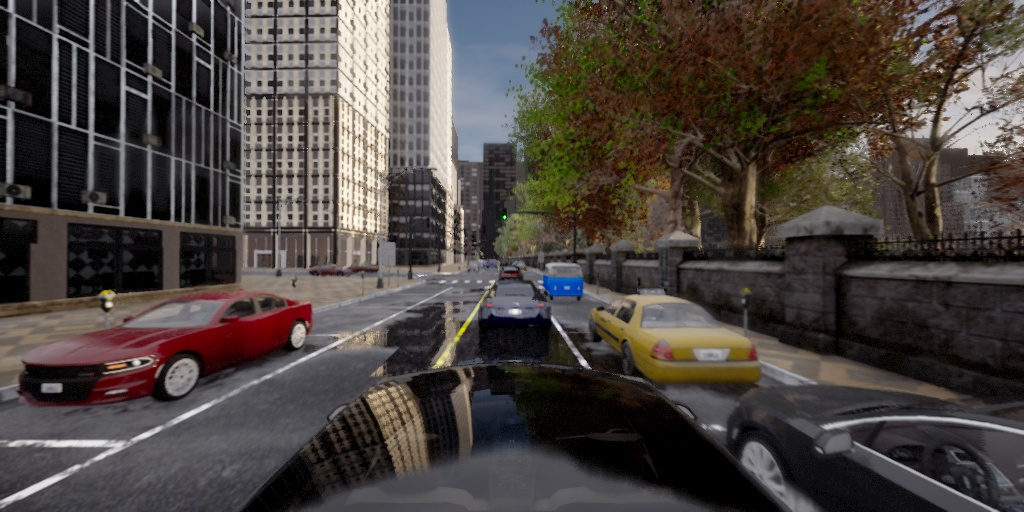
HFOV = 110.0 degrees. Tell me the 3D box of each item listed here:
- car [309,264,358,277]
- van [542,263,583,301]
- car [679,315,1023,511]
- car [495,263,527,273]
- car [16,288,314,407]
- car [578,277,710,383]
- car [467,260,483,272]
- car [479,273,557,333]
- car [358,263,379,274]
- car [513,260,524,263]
[{"bbox_3d":[-18.390,1.476,36.418,4.207,1.307,1.802,0,0,3],"label":"car"},{"bbox_3d":[2.503,1.246,18.262,1.690,1.789,3.998,0,0,-1],"label":"van"},{"bbox_3d":[2.709,1.297,1.390,2.007,1.370,4.403,0,0,0],"label":"car"},{"bbox_3d":[-0.172,1.502,28.119,1.837,1.490,4.892,0,-1,-3],"label":"car"},{"bbox_3d":[-5.463,1.341,6.493,1.888,1.381,4.507,0,0,0],"label":"car"},{"bbox_3d":[2.706,1.325,7.185,1.751,1.417,4.829,0,0,0],"label":"car"},{"bbox_3d":[-6.054,1.797,55.849,2.007,1.370,4.403,0,0,-1],"label":"car"},{"bbox_3d":[0.072,1.403,11.109,1.994,1.385,4.181,0,0,0],"label":"car"},{"bbox_3d":[-18.401,1.530,44.531,4.207,1.307,1.802,0,0,3],"label":"car"},{"bbox_3d":[1.650,1.824,61.973,1.751,1.417,4.829,0,0,-2],"label":"car"}]
